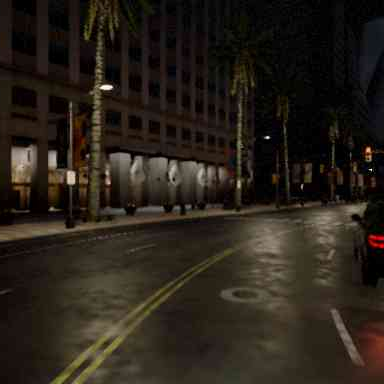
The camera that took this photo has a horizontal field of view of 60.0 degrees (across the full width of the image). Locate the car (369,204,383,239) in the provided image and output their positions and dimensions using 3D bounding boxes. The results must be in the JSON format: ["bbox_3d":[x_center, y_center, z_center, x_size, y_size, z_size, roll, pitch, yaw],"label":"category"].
[{"bbox_3d":[10.923,1.490,17.666,1.882,1.535,5.008,0,0,37],"label":"car"}]

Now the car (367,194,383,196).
[{"bbox_3d":[41.548,1.554,75.476,1.837,1.490,4.892,0,0,37],"label":"car"}]

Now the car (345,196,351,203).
[{"bbox_3d":[34.132,1.567,70.975,2.161,1.482,4.786,0,0,37],"label":"car"}]

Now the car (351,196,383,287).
[{"bbox_3d":[5.688,1.226,9.002,2.150,2.045,5.566,0,0,23],"label":"car"}]
